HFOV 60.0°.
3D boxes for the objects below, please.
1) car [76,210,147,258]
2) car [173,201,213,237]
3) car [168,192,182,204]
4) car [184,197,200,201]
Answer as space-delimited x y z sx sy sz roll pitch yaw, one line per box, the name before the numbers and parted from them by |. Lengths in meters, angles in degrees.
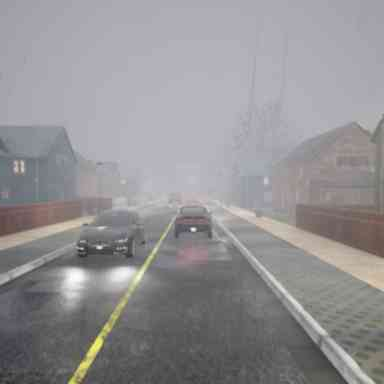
car | -2.871 1.480 12.718 1.837 1.490 4.892 0 0 0
car | 0.055 1.465 17.710 1.837 1.490 4.892 0 0 0
car | -2.950 1.097 59.210 2.150 2.045 5.566 0 0 0
car | -0.017 1.380 44.705 1.882 1.535 5.008 0 0 0
